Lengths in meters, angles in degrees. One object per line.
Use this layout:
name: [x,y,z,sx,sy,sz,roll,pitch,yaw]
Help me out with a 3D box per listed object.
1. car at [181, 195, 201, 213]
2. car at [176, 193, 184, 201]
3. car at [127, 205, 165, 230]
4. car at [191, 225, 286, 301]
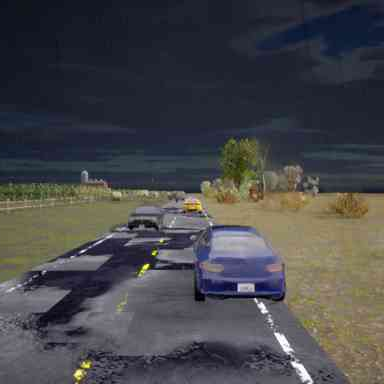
car: [0.026,1.472,37.064,1.882,1.535,5.008,0,0,0]
car: [-2.868,1.242,83.142,2.150,2.045,5.566,0,0,0]
car: [-2.780,1.544,21.136,2.033,1.411,5.357,0,0,0]
car: [0.951,1.525,8.174,1.812,1.442,4.674,0,0,0]
